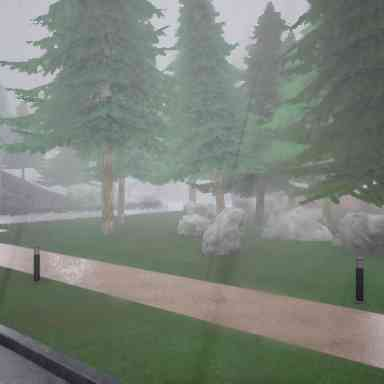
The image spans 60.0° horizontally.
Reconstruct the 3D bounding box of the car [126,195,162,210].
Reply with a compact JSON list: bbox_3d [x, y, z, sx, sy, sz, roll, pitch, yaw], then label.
[{"bbox_3d":[-5.656,1.188,39.229,2.097,1.767,4.553,0,0,36],"label":"car"}]
